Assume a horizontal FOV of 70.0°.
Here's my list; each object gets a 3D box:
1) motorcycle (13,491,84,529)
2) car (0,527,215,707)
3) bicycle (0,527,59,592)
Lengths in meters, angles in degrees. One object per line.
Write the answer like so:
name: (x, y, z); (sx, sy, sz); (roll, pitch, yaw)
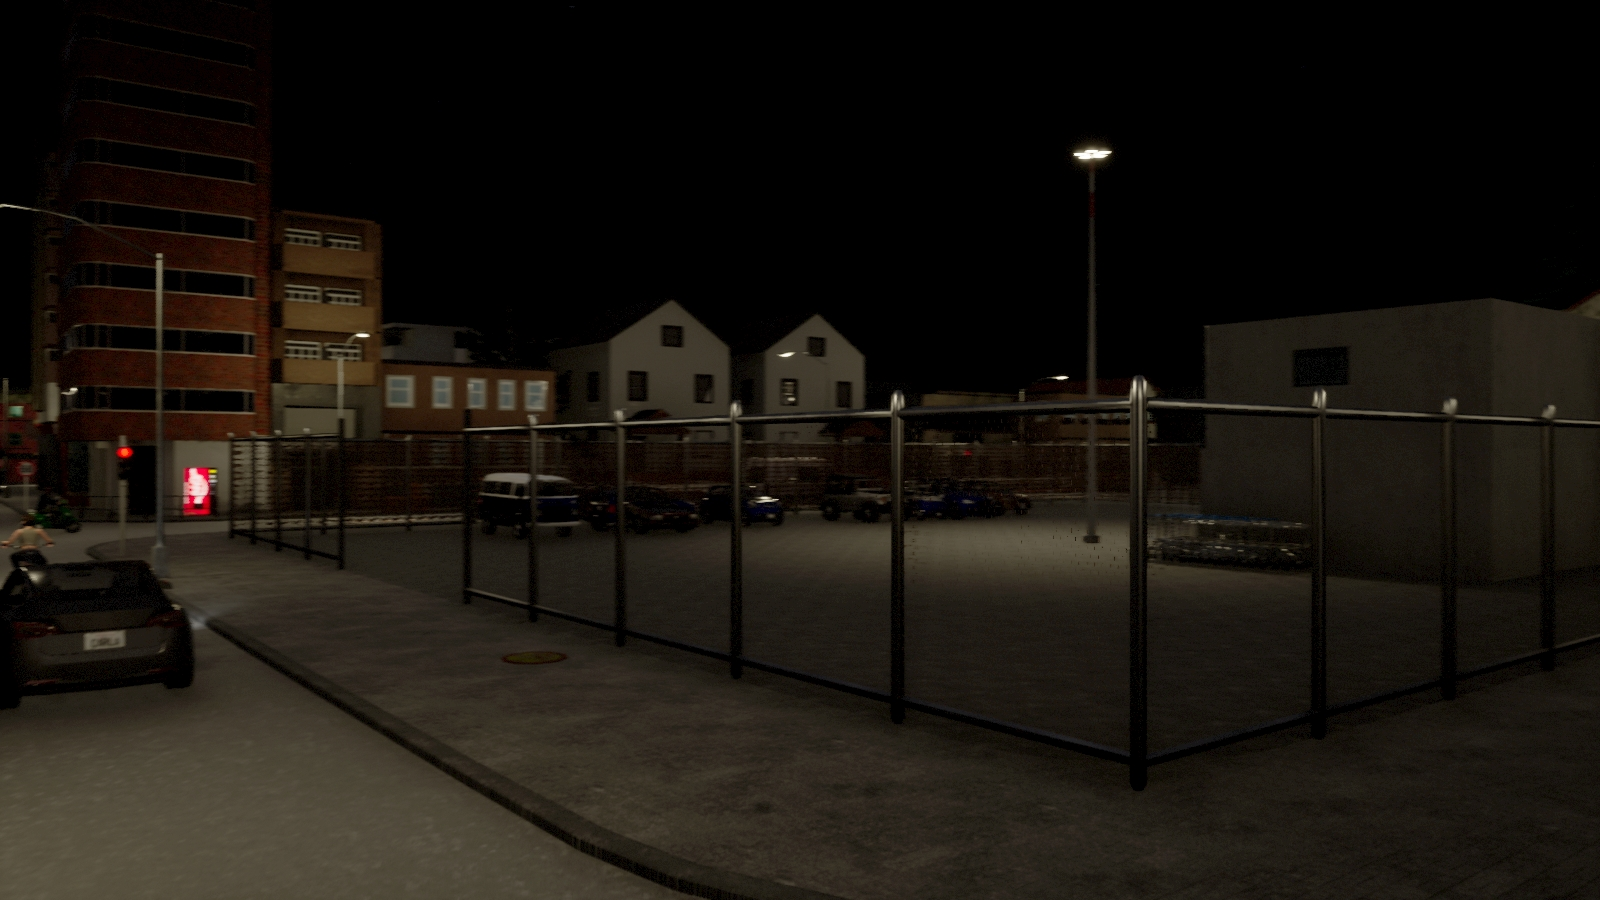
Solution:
motorcycle: (-25.342, 2.016, 38.563); (1.805, 1.236, 0.856); (0, -5, -14)
car: (-8.856, 1.863, 14.043); (2.163, 1.488, 4.792); (0, 0, -37)
bicycle: (-14.739, 2.067, 21.831); (0.859, 1.080, 1.487); (0, 0, -38)
